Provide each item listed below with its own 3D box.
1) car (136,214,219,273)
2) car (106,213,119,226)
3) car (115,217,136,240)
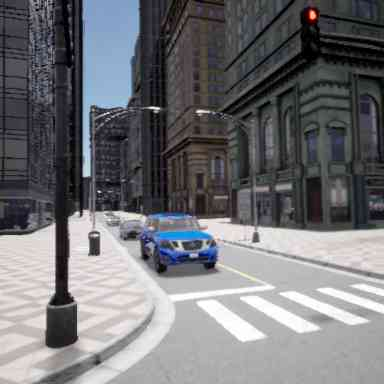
[{"bbox_3d":[-0.752,1.938,13.835,2.150,2.045,5.566,0,-3,-17],"label":"car"},{"bbox_3d":[-10.920,4.100,46.908,1.895,1.301,4.718,0,-3,-17],"label":"car"},{"bbox_3d":[-4.666,2.956,26.445,2.033,1.411,5.357,0,-3,-17],"label":"car"}]
